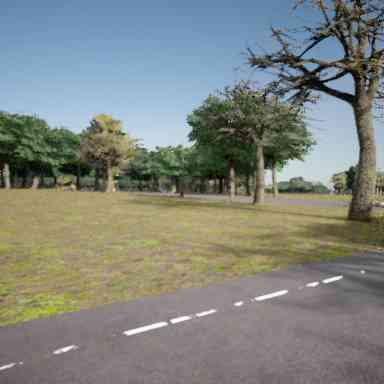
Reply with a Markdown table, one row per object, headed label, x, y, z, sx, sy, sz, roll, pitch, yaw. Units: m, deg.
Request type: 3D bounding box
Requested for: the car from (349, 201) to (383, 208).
| label | x | y | z | sx | sy | sz | roll | pitch | yaw |
| --- | --- | --- | --- | --- | --- | --- | --- | --- | --- |
| car | 24.803 | 1.511 | 46.711 | 1.895 | 1.301 | 4.718 | -1 | 2 | -35 |
